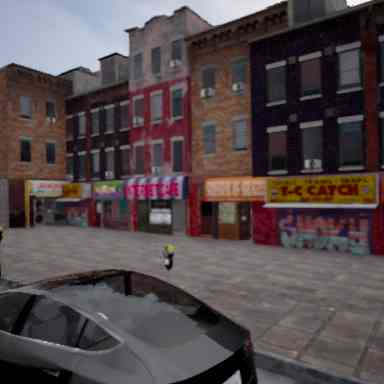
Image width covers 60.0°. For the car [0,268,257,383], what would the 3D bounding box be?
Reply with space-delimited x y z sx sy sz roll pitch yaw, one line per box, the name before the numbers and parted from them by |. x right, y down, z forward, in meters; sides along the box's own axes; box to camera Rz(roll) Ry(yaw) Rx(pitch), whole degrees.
car | -1.392 1.586 3.810 4.313 1.339 1.947 0 -1 35
